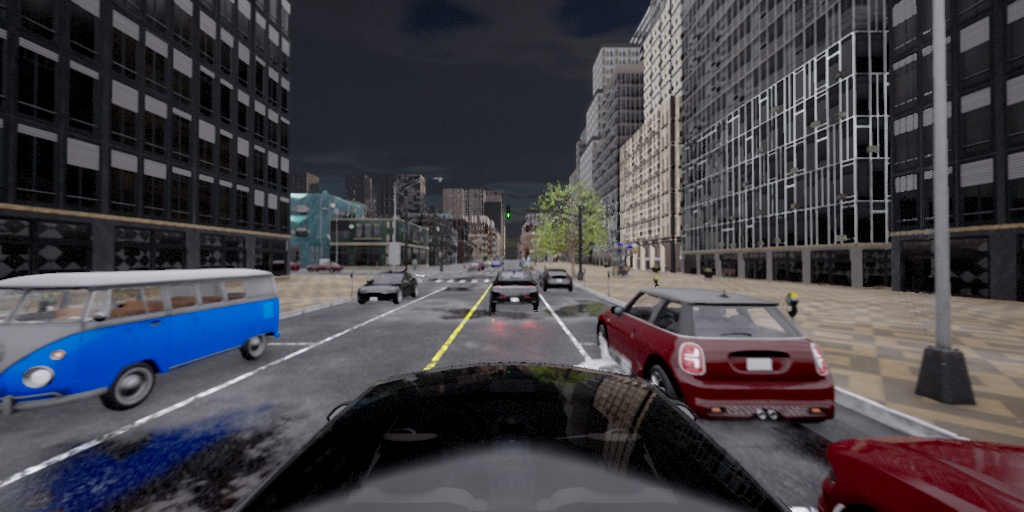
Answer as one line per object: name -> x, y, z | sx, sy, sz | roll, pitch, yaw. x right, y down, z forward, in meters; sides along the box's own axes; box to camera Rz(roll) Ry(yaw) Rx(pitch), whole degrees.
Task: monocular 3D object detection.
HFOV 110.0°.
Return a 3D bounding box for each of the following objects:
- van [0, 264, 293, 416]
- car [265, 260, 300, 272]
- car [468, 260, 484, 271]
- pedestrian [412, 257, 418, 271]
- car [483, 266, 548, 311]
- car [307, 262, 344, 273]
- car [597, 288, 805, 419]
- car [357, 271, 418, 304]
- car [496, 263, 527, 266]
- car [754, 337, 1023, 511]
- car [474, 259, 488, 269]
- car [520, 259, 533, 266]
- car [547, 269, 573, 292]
van -> -5.690, 1.116, 5.842 | 1.690, 1.789, 3.998 | 0, 0, 0
car -> -28.363, 1.137, 43.776 | 4.097, 1.591, 1.967 | 0, 0, -1
car -> -5.682, 1.659, 54.935 | 1.802, 1.307, 4.207 | 0, 0, 0
pedestrian -> -12.743, 1.065, 46.948 | 0.375, 1.860, 0.375 | 0, -1, -1
car -> 0.100, 1.321, 14.905 | 2.128, 1.511, 4.902 | 0, 0, 0
car -> -22.815, 1.348, 43.853 | 4.207, 1.307, 1.802 | 0, 0, -1
car -> 2.691, 1.215, 5.841 | 1.967, 1.591, 4.097 | 0, 0, 0
car -> -5.688, 1.409, 16.920 | 1.948, 1.339, 4.313 | 0, 0, 0
car -> -0.157, 1.523, 29.652 | 1.895, 1.301, 4.718 | 0, 0, -4
car -> 2.689, 1.286, 0.301 | 1.888, 1.381, 4.507 | 0, 0, 0
car -> -5.681, 1.426, 60.485 | 2.192, 1.841, 5.009 | 0, 0, 0
car -> 2.699, 1.637, 60.656 | 1.751, 1.417, 4.829 | 0, 0, 0
car -> 2.693, 1.443, 22.458 | 1.948, 1.339, 4.313 | 0, 0, 0
